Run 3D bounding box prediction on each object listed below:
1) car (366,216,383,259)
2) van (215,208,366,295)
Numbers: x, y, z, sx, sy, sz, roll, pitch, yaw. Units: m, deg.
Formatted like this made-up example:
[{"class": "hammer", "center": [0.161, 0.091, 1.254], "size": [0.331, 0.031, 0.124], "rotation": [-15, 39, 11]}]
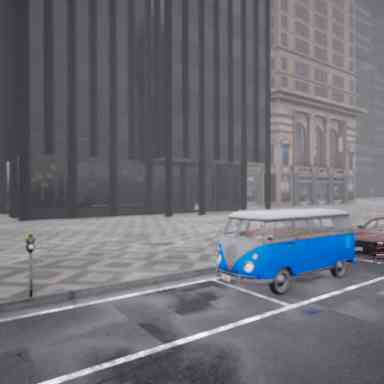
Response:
[{"class": "car", "center": [7.045, 1.525, 11.679], "size": [4.507, 1.381, 1.887], "rotation": [0, 0, -36]}, {"class": "van", "center": [2.452, 1.330, 8.403], "size": [3.998, 1.788, 1.690], "rotation": [0, 0, -36]}]
